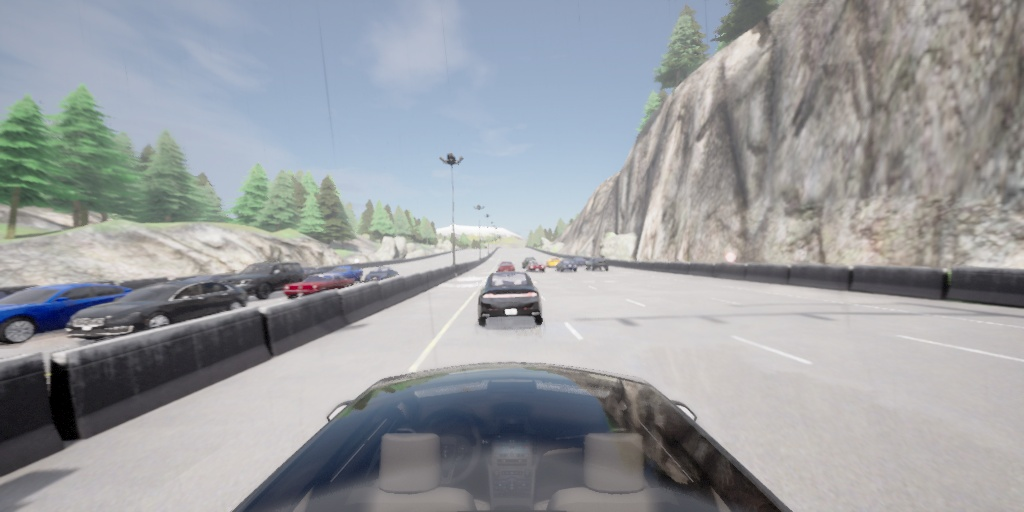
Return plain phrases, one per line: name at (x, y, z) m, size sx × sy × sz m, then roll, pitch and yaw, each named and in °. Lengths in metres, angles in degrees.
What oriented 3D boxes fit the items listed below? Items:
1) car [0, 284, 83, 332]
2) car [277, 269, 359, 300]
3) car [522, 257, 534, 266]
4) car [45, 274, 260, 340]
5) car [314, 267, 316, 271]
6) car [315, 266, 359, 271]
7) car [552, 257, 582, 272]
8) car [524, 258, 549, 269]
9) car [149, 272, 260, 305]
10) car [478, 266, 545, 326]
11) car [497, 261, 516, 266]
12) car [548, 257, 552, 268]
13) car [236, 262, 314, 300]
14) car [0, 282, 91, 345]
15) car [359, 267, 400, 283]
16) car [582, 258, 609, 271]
car at (-17.777, 1.806, 11.354) m, size 2.033 × 1.411 × 5.357 m, roll -2°, pitch 0°, yaw -1°
car at (-10.961, 1.697, 20.703) m, size 1.895 × 1.301 × 4.718 m, roll -2°, pitch 0°, yaw -1°
car at (2.559, 0.888, 52.134) m, size 2.097 × 1.767 × 4.553 m, roll -2°, pitch 1°, yaw -1°
car at (-10.777, 1.575, 11.466) m, size 1.837 × 1.490 × 4.892 m, roll -2°, pitch 0°, yaw -1°
car at (-18.155, 1.753, 31.812) m, size 2.128 × 1.511 × 4.902 m, roll -2°, pitch 0°, yaw -1°
car at (-14.648, 1.648, 31.280) m, size 1.882 × 1.535 × 5.008 m, roll -2°, pitch 1°, yaw -1°
car at (6.255, 1.093, 41.348) m, size 2.033 × 1.411 × 5.357 m, roll -2°, pitch 0°, yaw -1°
car at (2.750, 1.238, 41.727) m, size 1.895 × 1.301 × 4.718 m, roll -2°, pitch 0°, yaw -1°
car at (-17.972, 1.833, 21.425) m, size 2.033 × 1.411 × 5.357 m, roll -2°, pitch 0°, yaw -1°
car at (-0.088, 1.275, 11.929) m, size 2.128 × 1.511 × 4.902 m, roll -2°, pitch 0°, yaw -1°
car at (-0.580, 1.282, 37.780) m, size 1.812 × 1.442 × 4.674 m, roll -2°, pitch 0°, yaw -1°
car at (6.058, 0.918, 52.366) m, size 1.882 × 1.535 × 5.008 m, roll -2°, pitch 1°, yaw -1°
car at (-14.482, 1.412, 21.235) m, size 2.150 × 2.045 × 5.566 m, roll -2°, pitch 0°, yaw -1°
car at (-14.275, 1.642, 11.296) m, size 1.882 × 1.535 × 5.008 m, roll -2°, pitch 0°, yaw -1°
car at (-11.147, 1.642, 30.984) m, size 1.994 × 1.385 × 4.181 m, roll -2°, pitch 0°, yaw -2°
car at (9.752, 0.957, 41.411) m, size 1.837 × 1.490 × 4.892 m, roll -2°, pitch 0°, yaw -1°
